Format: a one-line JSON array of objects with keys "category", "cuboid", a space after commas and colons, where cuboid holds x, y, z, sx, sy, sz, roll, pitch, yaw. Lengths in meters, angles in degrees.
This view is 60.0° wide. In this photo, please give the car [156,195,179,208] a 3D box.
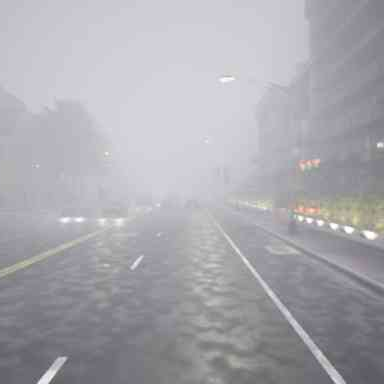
[{"category": "car", "cuboid": [-3.422, 1.547, 47.408, 2.033, 1.411, 5.357, 0, 0, 0]}]

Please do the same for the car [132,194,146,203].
[{"category": "car", "cuboid": [-10.517, 1.327, 66.477, 2.097, 1.767, 4.553, 0, 0, 0]}]

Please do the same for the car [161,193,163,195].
[{"category": "car", "cuboid": [-7.020, 1.507, 66.104, 2.128, 1.511, 4.902, 0, 0, 0]}]

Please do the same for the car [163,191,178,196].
[{"category": "car", "cuboid": [-3.515, 1.221, 60.087, 2.150, 2.045, 5.566, 0, 0, 0]}]

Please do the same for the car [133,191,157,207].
[{"category": "car", "cuboid": [-7.072, 1.224, 50.822, 2.150, 2.045, 5.566, 0, 0, 0]}]

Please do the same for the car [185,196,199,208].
[{"category": "car", "cuboid": [0.074, 1.526, 48.048, 1.812, 1.442, 4.674, 0, 0, 0]}]

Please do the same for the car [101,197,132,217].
[{"category": "car", "cuboid": [-7.103, 1.504, 31.011, 1.837, 1.490, 4.892, 0, 0, 0]}]

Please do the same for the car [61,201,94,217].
[{"category": "car", "cuboid": [-10.603, 1.563, 31.141, 1.994, 1.385, 4.181, 0, 0, 0]}]

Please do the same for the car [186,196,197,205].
[{"category": "car", "cuboid": [-0.015, 1.478, 60.214, 1.882, 1.535, 5.008, 0, 0, 0]}]
